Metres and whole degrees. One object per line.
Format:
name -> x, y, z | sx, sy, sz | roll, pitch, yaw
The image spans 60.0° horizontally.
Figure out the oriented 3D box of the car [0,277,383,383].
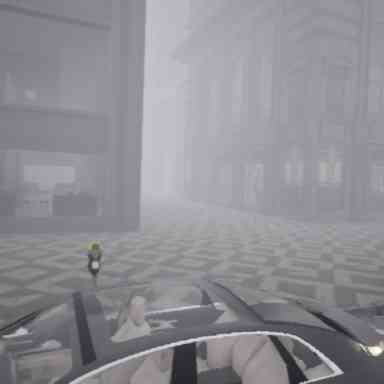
car -> -0.492, 1.425, 2.360 | 4.403, 1.369, 2.008 | 1, 2, -22
